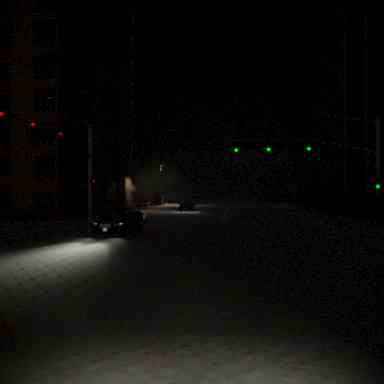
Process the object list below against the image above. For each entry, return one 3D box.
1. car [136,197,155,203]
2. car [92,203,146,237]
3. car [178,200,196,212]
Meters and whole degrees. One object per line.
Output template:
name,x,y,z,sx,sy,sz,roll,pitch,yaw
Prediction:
car,-10.663,1.917,73.388,5.008,1.535,1.882,0,0,8
car,-4.077,1.651,19.226,2.128,1.511,4.902,0,0,8
car,-0.648,1.858,44.422,1.812,1.442,4.674,0,1,8
